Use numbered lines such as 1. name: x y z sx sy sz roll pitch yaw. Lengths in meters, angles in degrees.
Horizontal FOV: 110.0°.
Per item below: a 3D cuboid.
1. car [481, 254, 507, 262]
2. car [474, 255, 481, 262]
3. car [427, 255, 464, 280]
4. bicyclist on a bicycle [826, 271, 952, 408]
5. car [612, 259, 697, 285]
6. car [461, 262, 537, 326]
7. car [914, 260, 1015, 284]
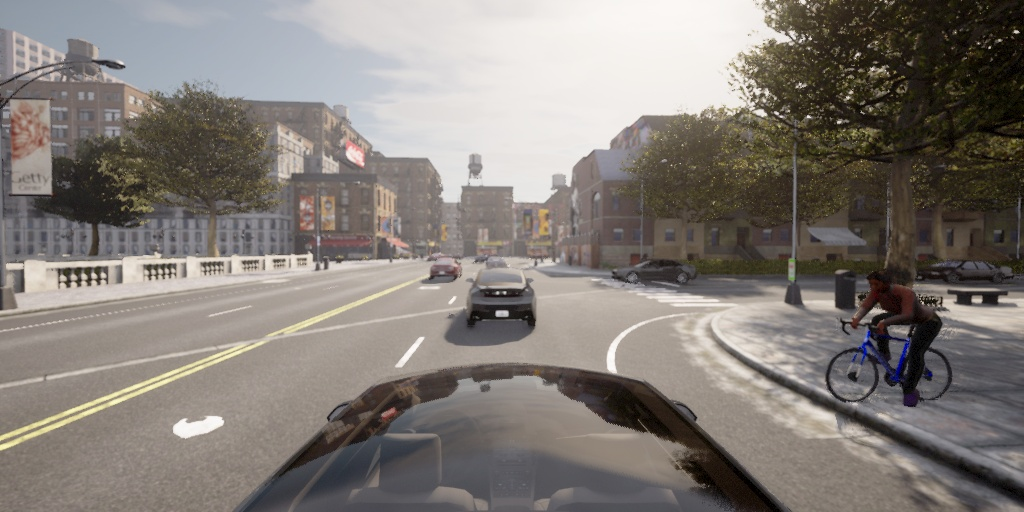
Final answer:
1. car: -1.449 0.769 32.137 2.033 1.411 5.357 0 1 -3
2. car: -4.264 0.412 55.731 1.895 1.301 4.718 0 1 12
3. car: -4.595 0.865 25.195 1.812 1.442 4.674 0 1 -3
4. bicyclist on a bicycle: 4.657 1.007 4.417 1.656 1.620 0.582 0 1 -3
5. car: 8.612 0.914 21.868 4.892 1.490 1.837 0 1 3
6. car: -0.359 1.094 10.975 1.837 1.490 4.892 0 1 -3
7. car: 28.237 0.963 22.652 5.357 1.411 2.033 0 1 -3
